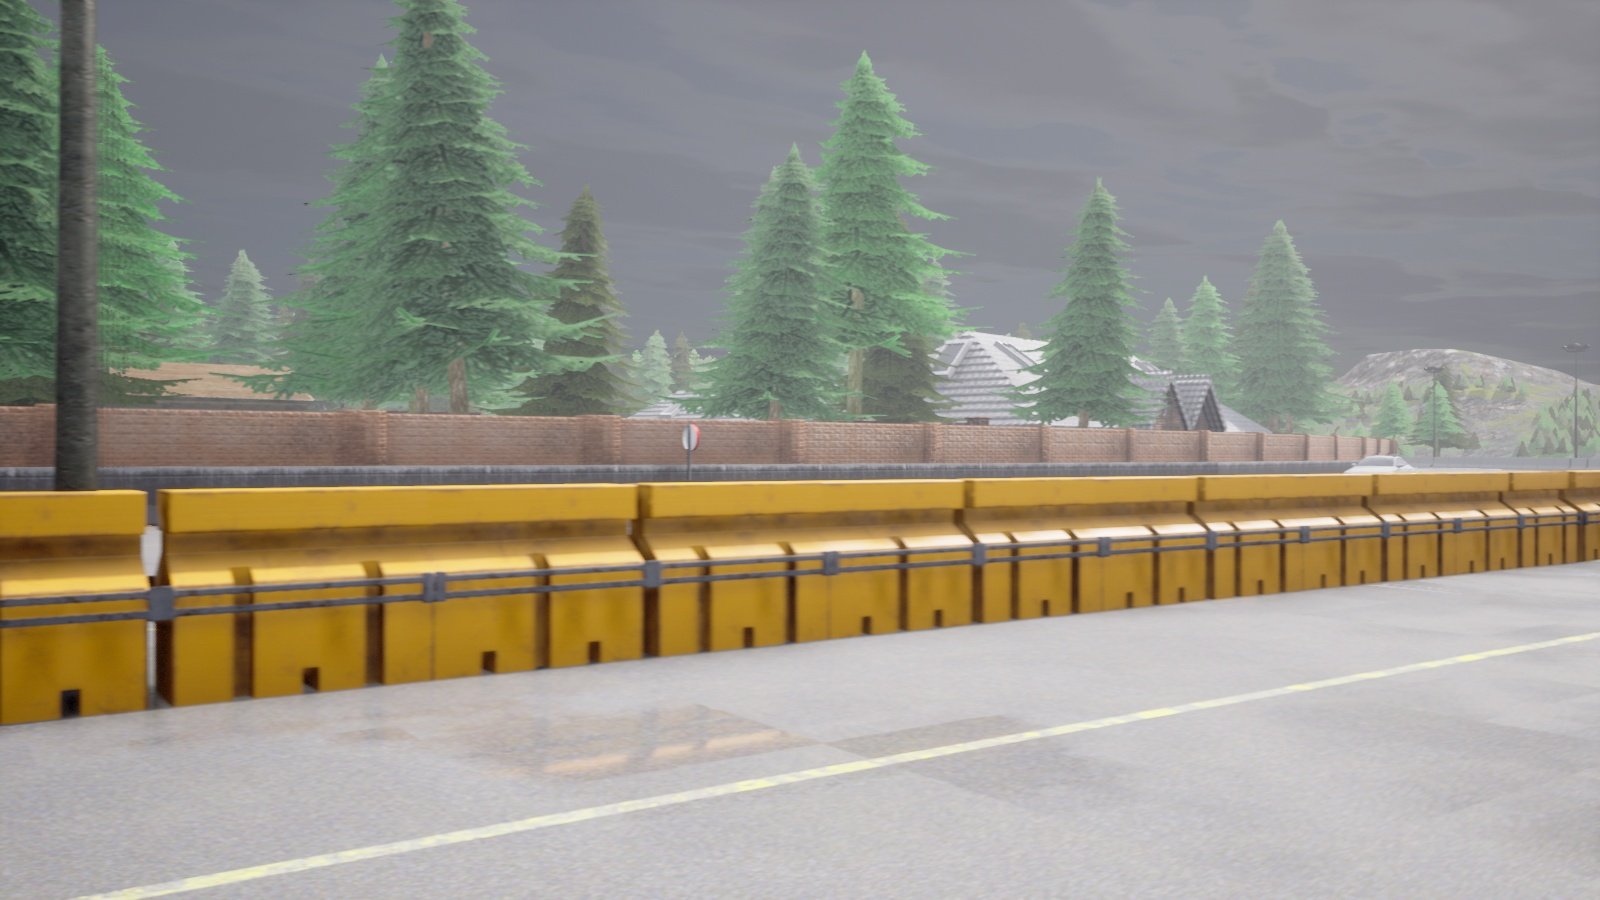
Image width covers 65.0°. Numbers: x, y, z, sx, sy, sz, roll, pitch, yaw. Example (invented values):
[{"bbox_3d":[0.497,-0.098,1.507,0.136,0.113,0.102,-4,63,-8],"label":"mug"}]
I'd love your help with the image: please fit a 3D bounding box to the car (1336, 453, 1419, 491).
[{"bbox_3d":[23.354,0.845,50.704,1.812,1.442,4.674,0,0,41],"label":"car"}]
